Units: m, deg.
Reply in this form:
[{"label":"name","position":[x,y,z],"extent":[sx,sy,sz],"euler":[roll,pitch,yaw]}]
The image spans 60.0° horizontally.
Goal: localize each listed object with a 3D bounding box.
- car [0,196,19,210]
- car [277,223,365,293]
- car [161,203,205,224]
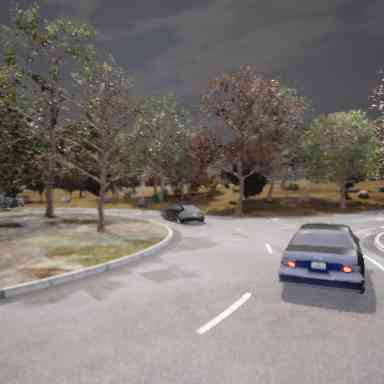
[{"label":"car","position":[-20.282,1.126,33.727],"extent":[4.892,1.490,1.837],"euler":[0,-1,-10]},{"label":"car","position":[3.610,1.562,9.090],"extent":[2.033,1.411,5.357],"euler":[1,0,24]},{"label":"car","position":[-0.759,1.541,24.967],"extent":[1.994,1.385,4.181],"euler":[1,0,-28]}]
